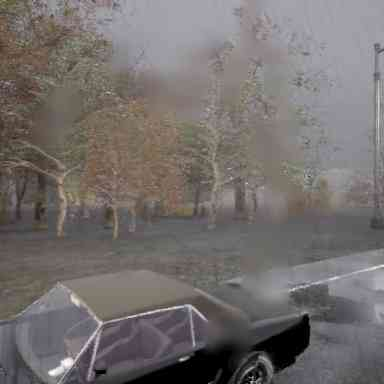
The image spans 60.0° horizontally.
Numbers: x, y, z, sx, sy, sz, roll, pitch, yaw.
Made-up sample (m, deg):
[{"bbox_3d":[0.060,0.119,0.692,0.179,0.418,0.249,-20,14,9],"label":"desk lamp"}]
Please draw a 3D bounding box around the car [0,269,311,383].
[{"bbox_3d":[-1.005,1.602,3.275,4.718,1.301,1.895,0,0,-35],"label":"car"}]
